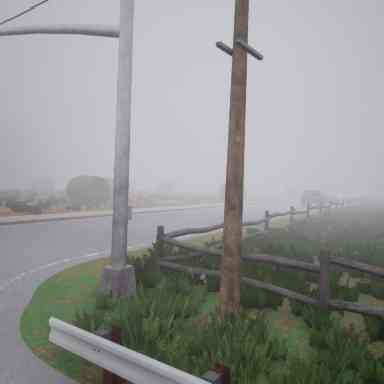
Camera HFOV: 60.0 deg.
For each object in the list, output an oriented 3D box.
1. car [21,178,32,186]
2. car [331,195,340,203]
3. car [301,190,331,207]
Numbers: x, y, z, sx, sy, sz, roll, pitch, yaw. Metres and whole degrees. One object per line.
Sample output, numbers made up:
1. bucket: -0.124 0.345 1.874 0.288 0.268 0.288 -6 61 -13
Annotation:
1. car: -39.167 -2.324 79.239 1.905 1.878 3.866 8 2 -13
2. car: 21.170 1.133 50.724 1.994 1.385 4.181 3 2 33
3. car: 15.417 0.811 41.827 2.150 2.045 5.566 3 2 34
